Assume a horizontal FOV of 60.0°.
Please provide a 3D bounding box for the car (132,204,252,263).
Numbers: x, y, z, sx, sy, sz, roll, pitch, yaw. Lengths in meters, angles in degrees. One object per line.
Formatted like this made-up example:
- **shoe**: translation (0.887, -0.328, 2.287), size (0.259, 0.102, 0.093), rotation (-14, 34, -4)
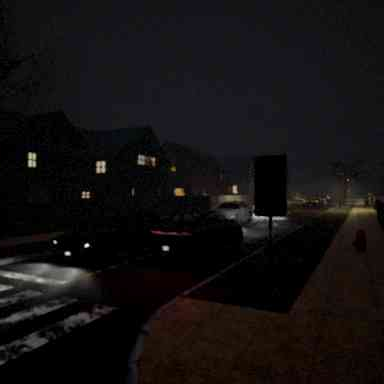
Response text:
- **car**: translation (0.328, 1.412, 11.868), size (2.128, 1.511, 4.902), rotation (0, 0, 27)

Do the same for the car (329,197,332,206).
- **car**: translation (18.992, 1.153, 47.953), size (1.837, 1.490, 4.892), rotation (0, 1, 27)

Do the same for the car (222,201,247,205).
- **car**: translation (2.761, 1.361, 22.771), size (1.812, 1.442, 4.674), rotation (0, 0, 27)

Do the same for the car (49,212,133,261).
- **car**: translation (-2.569, 1.478, 12.516), size (2.033, 1.411, 5.357), rotation (0, 0, 28)

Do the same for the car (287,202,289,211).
- **car**: translation (8.550, 1.345, 33.941), size (1.895, 1.301, 4.718), rotation (0, 0, 28)

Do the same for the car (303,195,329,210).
- **car**: translation (14.076, 1.194, 38.370), size (2.128, 1.511, 4.902), rotation (0, 0, 29)
